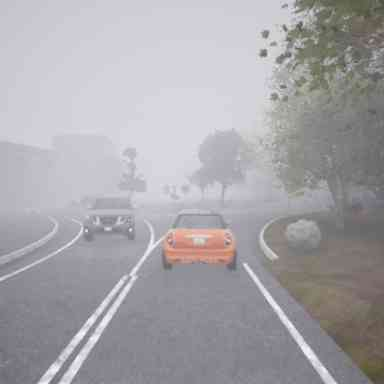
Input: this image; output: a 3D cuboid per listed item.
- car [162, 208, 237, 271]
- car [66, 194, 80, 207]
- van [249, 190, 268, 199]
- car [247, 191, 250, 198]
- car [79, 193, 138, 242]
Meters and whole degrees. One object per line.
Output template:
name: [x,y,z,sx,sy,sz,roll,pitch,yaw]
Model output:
car: [0.284,1.327,11.078,2.097,1.767,4.553,0,0,2]
car: [-13.904,0.982,42.158,2.097,1.767,4.553,0,0,17]
van: [18.188,0.973,88.344,4.442,1.987,1.878,0,1,1]
car: [18.392,1.163,91.119,4.792,1.488,2.163,0,1,1]
car: [-3.906,1.177,16.577,2.150,2.045,5.566,0,0,-9]
